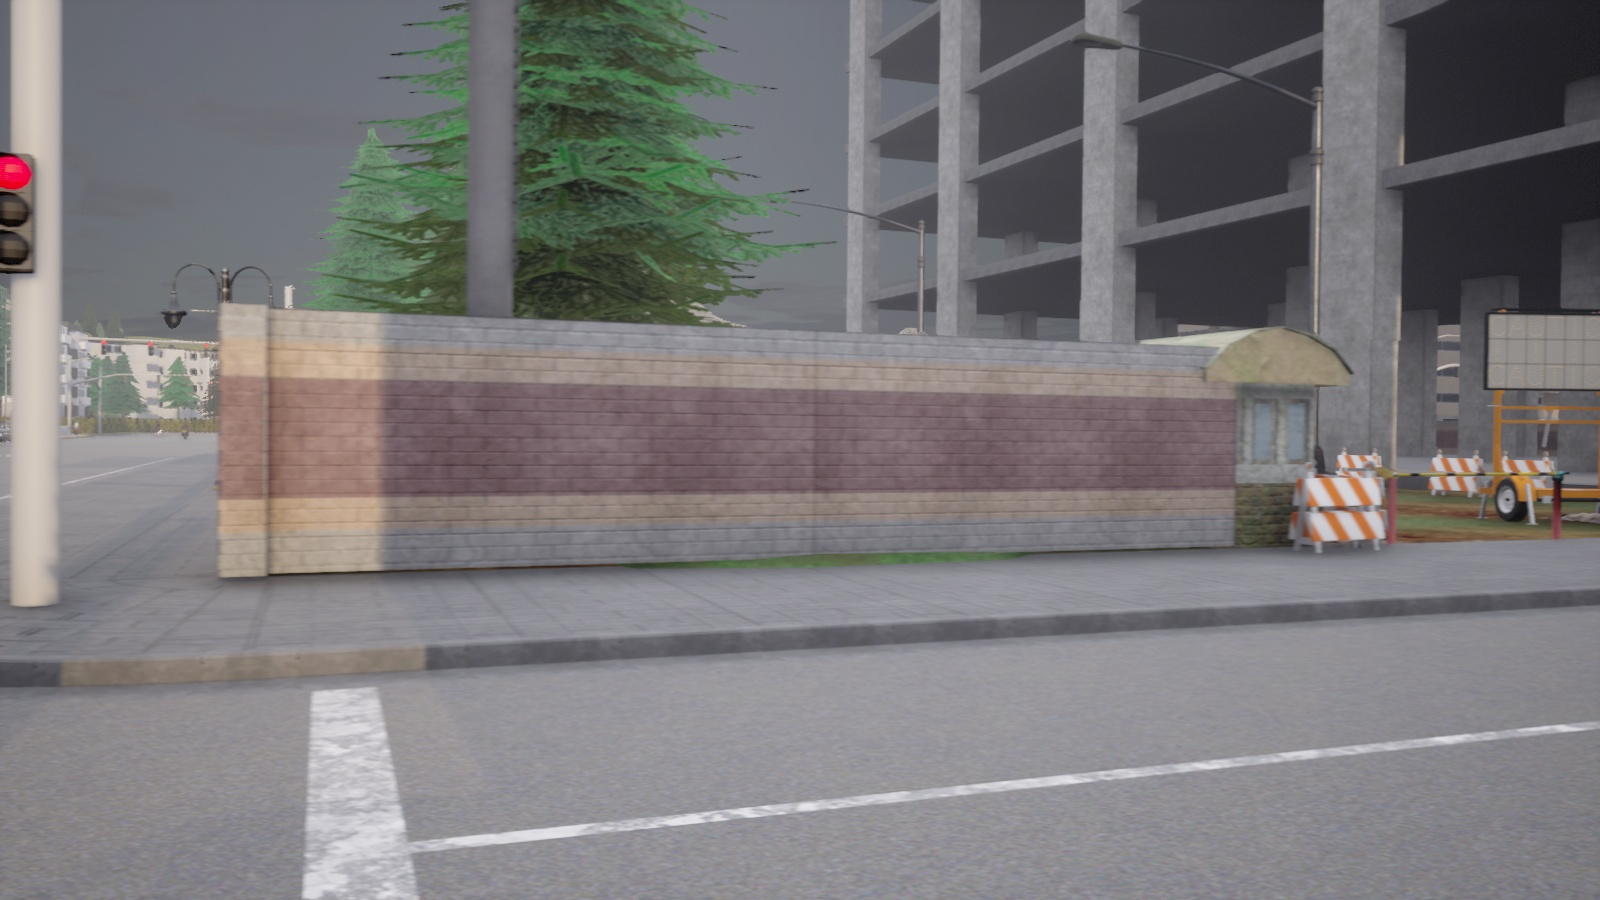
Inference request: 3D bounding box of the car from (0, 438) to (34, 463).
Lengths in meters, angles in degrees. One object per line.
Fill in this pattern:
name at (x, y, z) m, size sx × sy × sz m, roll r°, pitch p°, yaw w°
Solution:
car at (-49.561, 0.014, 78.411) m, size 2.128 × 1.511 × 4.902 m, roll -1°, pitch 1°, yaw -21°
